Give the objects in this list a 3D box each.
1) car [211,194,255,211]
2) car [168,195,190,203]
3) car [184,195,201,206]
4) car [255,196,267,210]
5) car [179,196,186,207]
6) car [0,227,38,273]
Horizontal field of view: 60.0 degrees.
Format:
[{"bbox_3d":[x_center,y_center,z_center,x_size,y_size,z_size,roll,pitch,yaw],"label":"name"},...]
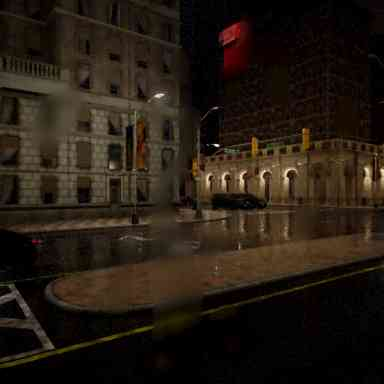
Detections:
[{"bbox_3d":[4.559,1.220,40.378,2.150,2.045,5.566,0,0,-36],"label":"car"},{"bbox_3d":[-2.768,1.491,69.243,2.128,1.511,4.902,0,0,-35],"label":"car"},{"bbox_3d":[-0.780,1.548,53.885,2.033,1.411,5.357,0,0,-35],"label":"car"},{"bbox_3d":[7.043,1.221,42.971,2.150,2.045,5.566,0,0,-37],"label":"car"},{"bbox_3d":[-3.459,1.601,51.612,1.895,1.301,4.718,0,0,-35],"label":"car"},{"bbox_3d":[-6.550,1.564,9.154,4.181,1.385,1.994,0,0,-35],"label":"car"}]
